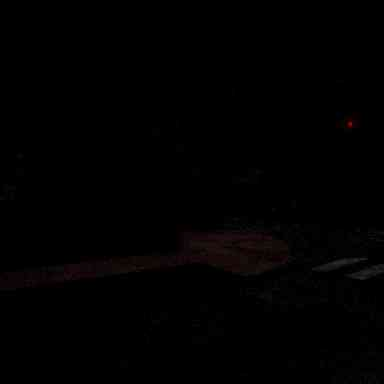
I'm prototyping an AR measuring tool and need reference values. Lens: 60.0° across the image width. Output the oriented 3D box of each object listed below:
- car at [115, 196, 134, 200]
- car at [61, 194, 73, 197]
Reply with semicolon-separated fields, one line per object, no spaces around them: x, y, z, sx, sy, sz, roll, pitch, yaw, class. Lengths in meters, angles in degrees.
-6.927;1.257;35.085;2.097;1.767;4.553;0;0;-36;car
-19.971;1.254;53.490;2.097;1.767;4.553;0;0;-35;car
